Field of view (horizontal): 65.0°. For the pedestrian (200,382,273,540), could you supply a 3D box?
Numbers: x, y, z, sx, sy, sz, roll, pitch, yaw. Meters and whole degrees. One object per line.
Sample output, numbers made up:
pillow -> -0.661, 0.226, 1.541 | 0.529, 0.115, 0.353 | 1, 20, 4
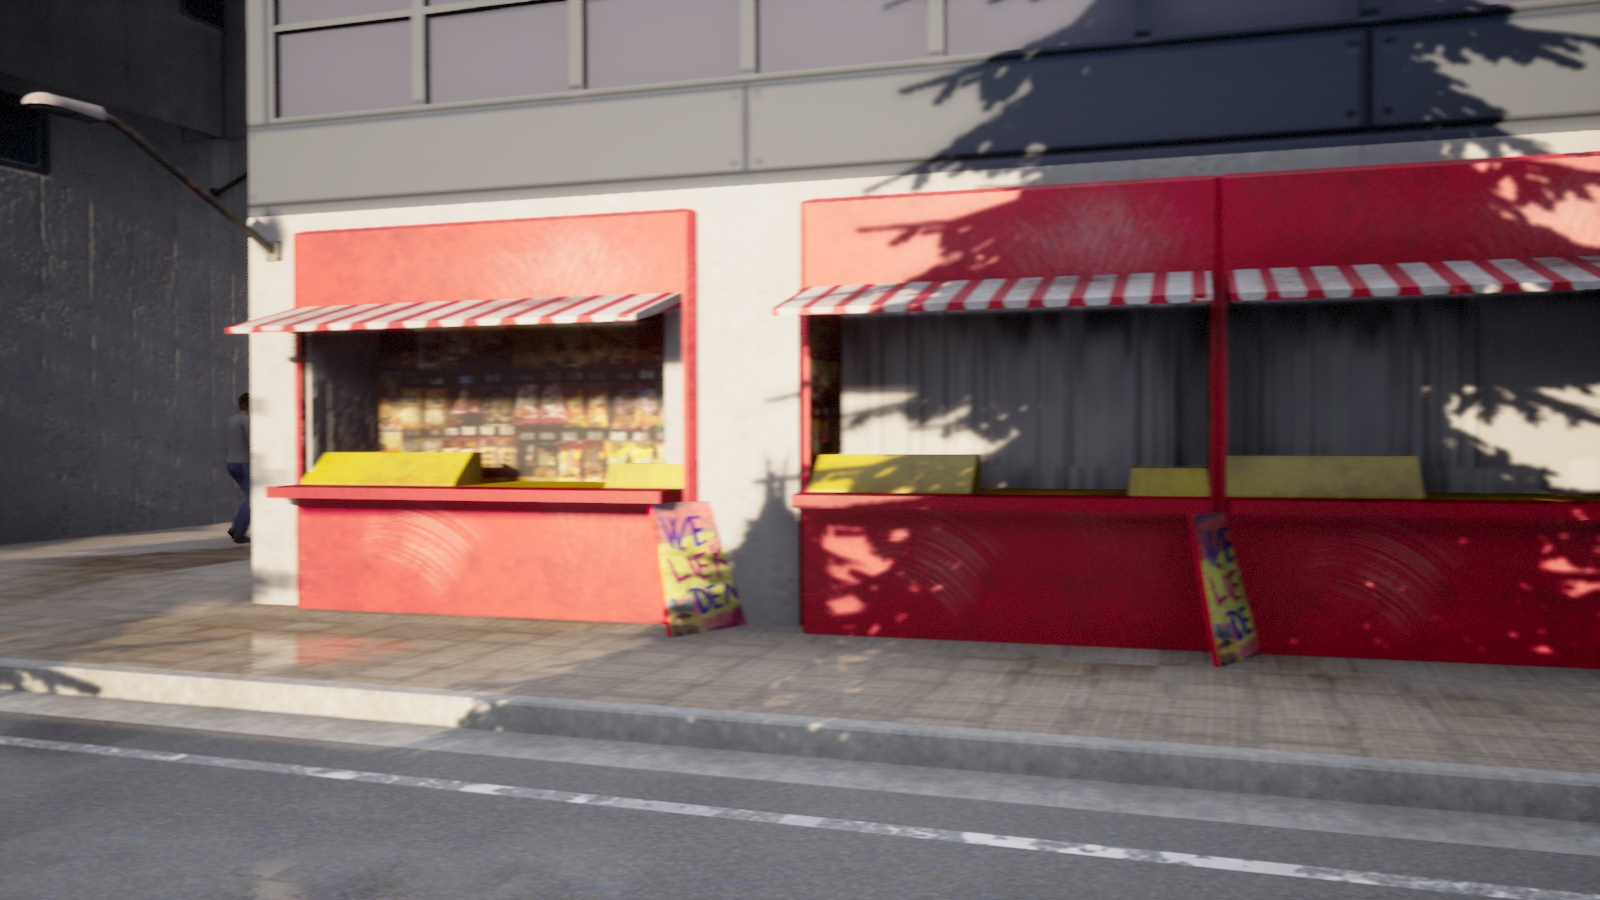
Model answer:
pedestrian -> -6.709, 0.121, 14.965 | 0.354, 1.836, 0.706 | 1, 1, 34
